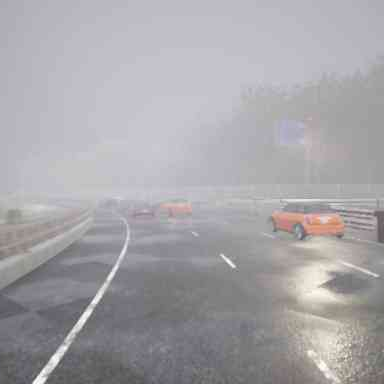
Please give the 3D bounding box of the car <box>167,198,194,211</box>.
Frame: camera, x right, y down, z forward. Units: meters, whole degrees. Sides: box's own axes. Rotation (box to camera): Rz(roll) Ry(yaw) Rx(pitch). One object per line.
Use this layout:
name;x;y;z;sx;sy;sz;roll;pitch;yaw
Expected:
car;-1.547;1.545;42.401;1.994;1.385;4.181;0;0;-24

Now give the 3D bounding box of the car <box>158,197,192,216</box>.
car;-1.585;1.340;32.344;2.097;1.767;4.553;0;0;-17

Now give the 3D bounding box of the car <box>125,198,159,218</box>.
car;-4.612;1.574;30.258;1.994;1.385;4.181;0;0;-17

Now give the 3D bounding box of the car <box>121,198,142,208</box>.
car;-9.218;1.591;50.510;1.994;1.385;4.181;0;0;-29

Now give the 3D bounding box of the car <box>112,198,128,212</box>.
car;-7.498;1.571;38.496;2.033;1.411;5.357;0;0;-21

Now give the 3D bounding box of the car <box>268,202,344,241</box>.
car;5.532;1.303;16.791;2.097;1.767;4.553;-1;0;-9

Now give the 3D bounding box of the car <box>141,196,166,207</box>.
car;-6.034;1.497;51.989;2.128;1.511;4.902;0;0;-30

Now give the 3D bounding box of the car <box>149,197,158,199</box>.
car;-4.544;1.528;40.507;1.812;1.442;4.674;0;0;-24

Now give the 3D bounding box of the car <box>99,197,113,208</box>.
car;-12.252;1.555;48.778;1.837;1.490;4.892;0;0;-30

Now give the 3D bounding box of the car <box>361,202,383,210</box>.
car;22.173;1.389;38.958;4.181;1.385;1.994;0;0;8
